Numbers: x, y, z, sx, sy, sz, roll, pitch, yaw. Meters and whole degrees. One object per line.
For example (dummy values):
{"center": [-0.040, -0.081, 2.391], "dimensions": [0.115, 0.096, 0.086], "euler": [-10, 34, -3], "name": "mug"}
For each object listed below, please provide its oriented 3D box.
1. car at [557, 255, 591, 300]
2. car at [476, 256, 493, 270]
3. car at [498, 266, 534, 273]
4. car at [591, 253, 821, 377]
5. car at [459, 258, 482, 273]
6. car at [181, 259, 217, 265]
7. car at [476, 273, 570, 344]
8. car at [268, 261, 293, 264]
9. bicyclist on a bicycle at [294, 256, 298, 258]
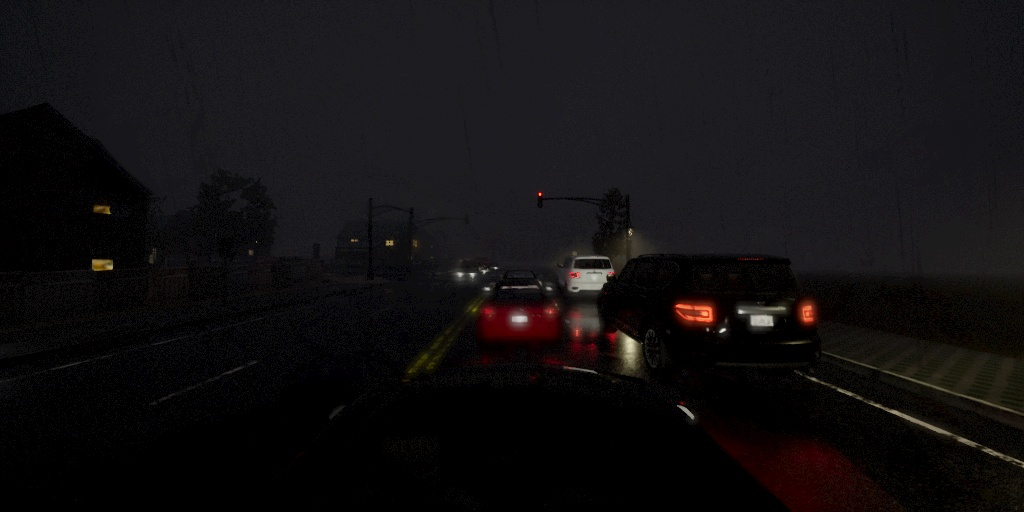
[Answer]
{"center": [3.554, 0.983, 17.896], "dimensions": [2.150, 2.045, 5.566], "euler": [0, 0, 1], "name": "car"}
{"center": [-4.794, 1.065, 56.297], "dimensions": [2.150, 2.045, 5.566], "euler": [0, 0, 4], "name": "car"}
{"center": [0.342, 1.364, 18.469], "dimensions": [1.895, 1.301, 4.718], "euler": [0, 0, -3], "name": "car"}
{"center": [3.402, 0.974, 7.537], "dimensions": [2.150, 2.045, 5.566], "euler": [0, 0, 0], "name": "car"}
{"center": [-5.402, 1.295, 45.622], "dimensions": [1.882, 1.535, 5.008], "euler": [0, 0, 3], "name": "car"}
{"center": [-30.992, 0.819, 36.056], "dimensions": [5.357, 1.411, 2.033], "euler": [1, -1, 16], "name": "car"}
{"center": [0.177, 1.319, 9.659], "dimensions": [1.994, 1.385, 4.181], "euler": [0, 0, 0], "name": "car"}
{"center": [-20.871, 0.940, 33.229], "dimensions": [4.892, 1.490, 1.837], "euler": [1, -1, 16], "name": "car"}
{"center": [-24.187, 0.781, 40.246], "dimensions": [0.582, 1.620, 1.656], "euler": [1, -1, 16], "name": "bicyclist on a bicycle"}
